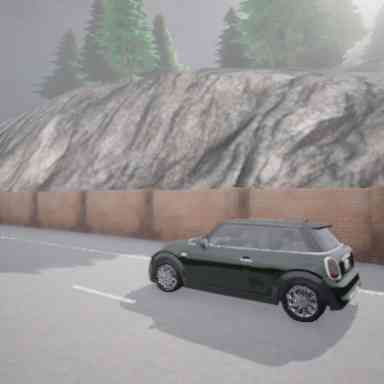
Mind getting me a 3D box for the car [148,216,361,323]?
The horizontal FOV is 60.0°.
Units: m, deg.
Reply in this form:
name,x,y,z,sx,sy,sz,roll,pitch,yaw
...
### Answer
name,x,y,z,sx,sy,sz,roll,pitch,yaw
car,1.164,1.370,7.462,4.553,1.767,2.097,0,0,35
